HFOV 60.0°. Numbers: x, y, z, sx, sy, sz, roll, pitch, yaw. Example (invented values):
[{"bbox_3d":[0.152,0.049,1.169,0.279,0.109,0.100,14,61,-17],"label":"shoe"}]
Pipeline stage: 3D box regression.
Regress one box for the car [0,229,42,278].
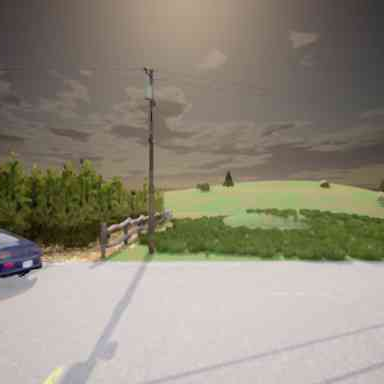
[{"bbox_3d":[-6.373,1.661,9.160,4.674,1.442,1.812,0,-1,18],"label":"car"}]
